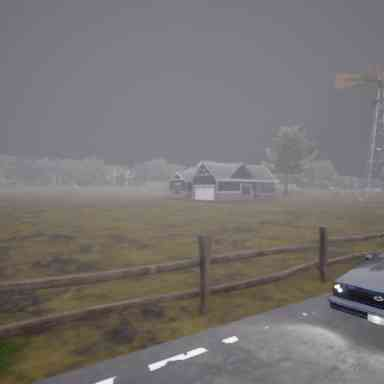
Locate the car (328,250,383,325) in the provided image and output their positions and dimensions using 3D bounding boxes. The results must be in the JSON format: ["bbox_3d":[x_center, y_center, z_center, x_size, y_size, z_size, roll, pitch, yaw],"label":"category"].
[{"bbox_3d":[4.991,1.563,6.621,5.357,1.411,2.033,0,0,-35],"label":"car"}]
